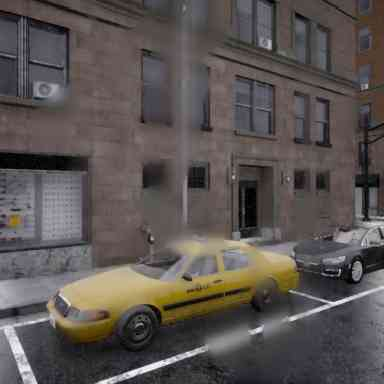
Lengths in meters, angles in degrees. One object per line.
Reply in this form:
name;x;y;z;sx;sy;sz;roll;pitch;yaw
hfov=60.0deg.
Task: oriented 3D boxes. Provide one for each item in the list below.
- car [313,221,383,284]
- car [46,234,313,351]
car;4.602;1.551;9.459;4.403;1.369;2.008;0;0;-35
car;-0.033;1.525;6.161;4.829;1.417;1.752;0;0;-35
